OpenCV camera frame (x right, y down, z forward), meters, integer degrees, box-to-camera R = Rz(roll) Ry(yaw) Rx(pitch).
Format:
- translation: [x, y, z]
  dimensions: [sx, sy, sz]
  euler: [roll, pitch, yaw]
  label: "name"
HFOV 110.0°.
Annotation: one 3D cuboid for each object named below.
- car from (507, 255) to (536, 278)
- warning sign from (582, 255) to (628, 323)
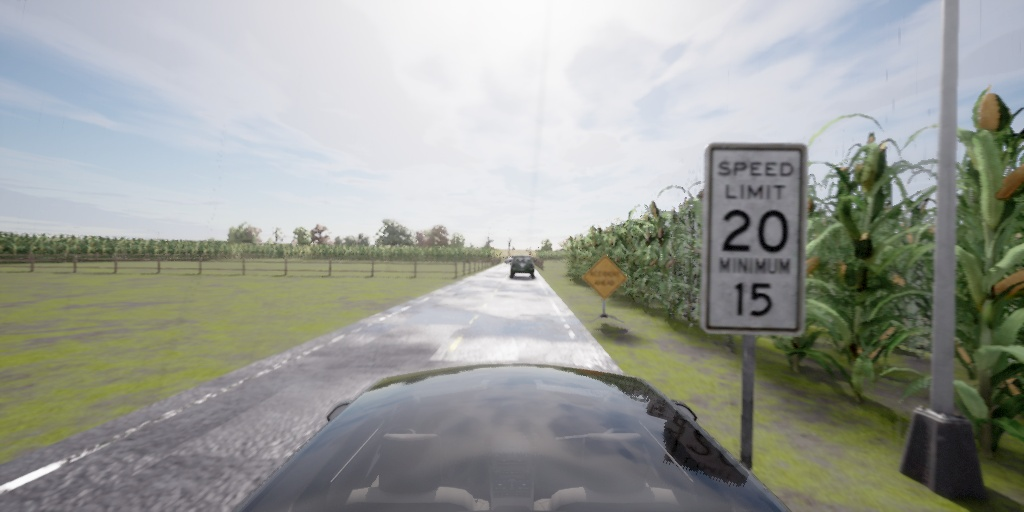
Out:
- translation: [0.965, 0.915, 32.907]
  dimensions: [2.150, 2.045, 5.566]
  euler: [1, 0, 2]
  label: "car"
- translation: [2.642, 0.898, 10.343]
  dimensions: [1.300, 1.860, 1.060]
  euler: [0, 0, 2]
  label: "warning sign"
